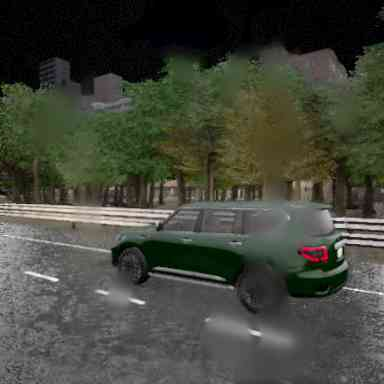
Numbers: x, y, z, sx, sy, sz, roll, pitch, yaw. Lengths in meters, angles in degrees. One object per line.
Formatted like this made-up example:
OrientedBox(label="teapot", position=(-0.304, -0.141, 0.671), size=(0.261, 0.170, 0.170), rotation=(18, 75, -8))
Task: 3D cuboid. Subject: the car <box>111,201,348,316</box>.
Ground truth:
OrientedBox(label="car", position=(0.572, 1.222, 7.760), size=(5.566, 2.045, 2.150), rotation=(0, 0, 36))
